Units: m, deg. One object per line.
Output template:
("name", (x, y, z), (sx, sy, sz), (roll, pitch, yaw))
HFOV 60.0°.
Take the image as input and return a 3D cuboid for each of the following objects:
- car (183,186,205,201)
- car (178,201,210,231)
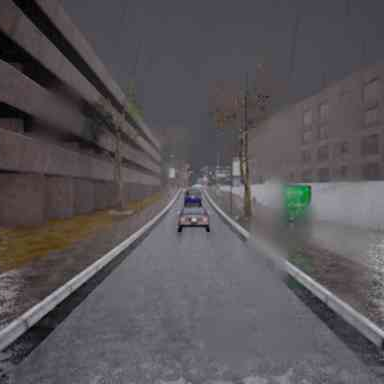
("car", (0.117, 0.651, 41.745), (2.150, 2.045, 5.566), (0, 2, 0))
("car", (0.109, 1.512, 20.303), (2.033, 1.411, 5.357), (0, 1, 0))
